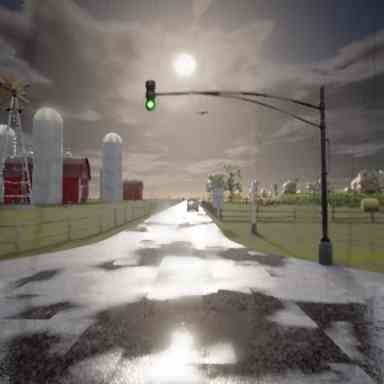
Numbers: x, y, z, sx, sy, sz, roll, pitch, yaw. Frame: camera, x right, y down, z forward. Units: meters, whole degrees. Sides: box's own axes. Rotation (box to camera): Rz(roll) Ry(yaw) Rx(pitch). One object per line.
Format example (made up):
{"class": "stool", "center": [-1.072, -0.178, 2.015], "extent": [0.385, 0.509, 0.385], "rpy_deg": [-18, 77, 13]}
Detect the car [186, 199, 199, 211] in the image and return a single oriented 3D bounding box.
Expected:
{"class": "car", "center": [0.091, 2.316, 54.136], "extent": [2.128, 1.511, 4.902], "rpy_deg": [0, -1, 0]}
